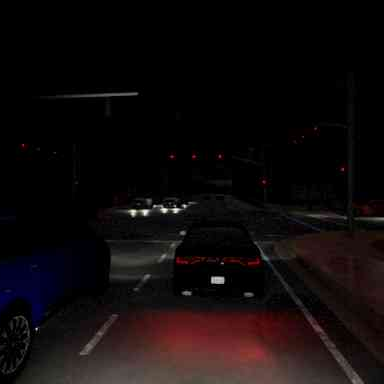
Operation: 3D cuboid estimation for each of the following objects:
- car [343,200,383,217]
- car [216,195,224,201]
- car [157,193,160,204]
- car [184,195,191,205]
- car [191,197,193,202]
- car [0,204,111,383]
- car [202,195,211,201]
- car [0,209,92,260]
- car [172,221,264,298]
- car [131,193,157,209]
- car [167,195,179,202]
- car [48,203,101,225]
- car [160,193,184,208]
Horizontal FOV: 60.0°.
[{"bbox_3d":[16.775,1.478,30.962,5.008,1.535,1.882,0,0,5],"label":"car"},{"bbox_3d":[7.232,1.553,84.800,1.994,1.385,4.181,0,0,5],"label":"car"},{"bbox_3d":[-5.541,1.215,58.619,2.150,2.045,5.566,0,1,5],"label":"car"},{"bbox_3d":[-1.896,1.351,60.169,2.097,1.767,4.553,0,0,5],"label":"car"},{"bbox_3d":[-0.754,1.552,73.152,1.994,1.385,4.181,0,0,5],"label":"car"},{"bbox_3d":[-3.069,1.221,5.509,2.150,2.045,5.566,0,0,3],"label":"car"},{"bbox_3d":[3.715,1.524,84.742,1.812,1.442,4.674,0,0,5],"label":"car"},{"bbox_3d":[-6.171,1.547,13.838,2.033,1.411,5.357,0,0,4],"label":"car"},{"bbox_3d":[0.654,1.478,8.615,1.882,1.535,5.008,0,0,4],"label":"car"},{"bbox_3d":[-6.683,1.222,45.345,2.150,2.045,5.566,0,0,3],"label":"car"},{"bbox_3d":[-4.211,1.478,73.822,1.882,1.535,5.008,0,0,5],"label":"car"},{"bbox_3d":[-8.701,1.601,25.070,1.895,1.301,4.718,0,0,6],"label":"car"},{"bbox_3d":[-2.850,1.221,48.951,2.150,2.045,5.566,0,0,5],"label":"car"}]
